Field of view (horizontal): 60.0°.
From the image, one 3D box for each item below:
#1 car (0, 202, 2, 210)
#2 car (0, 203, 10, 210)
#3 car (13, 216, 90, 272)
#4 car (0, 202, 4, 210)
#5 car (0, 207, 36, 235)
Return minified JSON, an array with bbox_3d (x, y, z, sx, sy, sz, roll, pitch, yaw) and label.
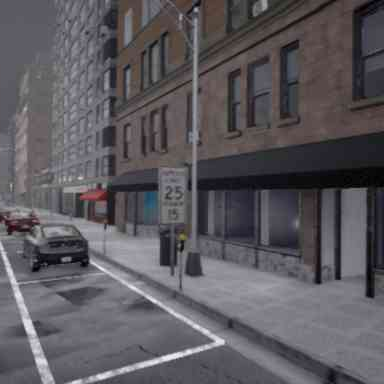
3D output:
[{"bbox_3d":[-37.854,2.672,64.263,1.947,1.339,4.313,0,-1,-32],"label":"car"},{"bbox_3d":[-16.817,2.036,30.679,1.887,1.381,4.507,0,-1,-32],"label":"car"},{"bbox_3d":[-4.797,1.745,11.486,2.008,1.369,4.403,1,-1,-32],"label":"car"},{"bbox_3d":[-34.849,2.579,59.466,1.947,1.339,4.313,0,-1,-32],"label":"car"},{"bbox_3d":[-10.808,1.883,21.083,1.887,1.381,4.507,1,-1,-32],"label":"car"}]
